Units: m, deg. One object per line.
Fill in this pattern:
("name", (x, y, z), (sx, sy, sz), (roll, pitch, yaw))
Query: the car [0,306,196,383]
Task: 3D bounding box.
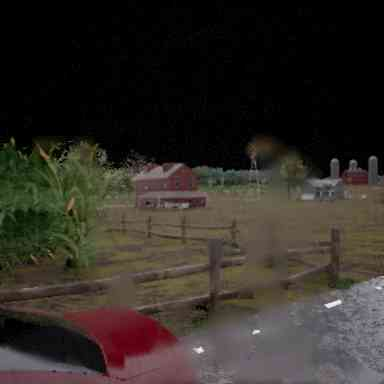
("car", (-2.253, 1.479, 1.465), (5.008, 1.535, 1.882), (0, 0, -35))
